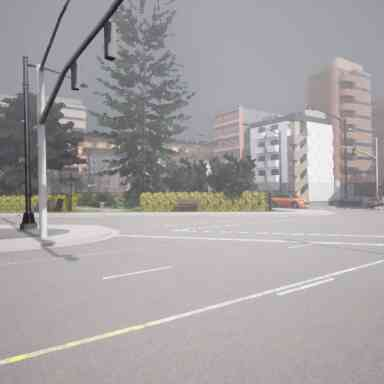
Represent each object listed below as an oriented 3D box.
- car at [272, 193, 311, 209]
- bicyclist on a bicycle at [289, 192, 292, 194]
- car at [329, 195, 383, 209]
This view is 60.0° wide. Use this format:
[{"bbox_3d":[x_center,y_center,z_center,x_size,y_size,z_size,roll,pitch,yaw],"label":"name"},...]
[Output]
[{"bbox_3d":[11.237,0.959,37.968,2.097,1.767,4.553,-1,1,-35],"label":"car"},{"bbox_3d":[14.017,0.780,47.087,1.656,1.620,0.582,-1,1,-35],"label":"bicyclist on a bicycle"},{"bbox_3d":[17.453,1.072,35.489,2.033,1.411,5.357,-1,1,-35],"label":"car"}]
